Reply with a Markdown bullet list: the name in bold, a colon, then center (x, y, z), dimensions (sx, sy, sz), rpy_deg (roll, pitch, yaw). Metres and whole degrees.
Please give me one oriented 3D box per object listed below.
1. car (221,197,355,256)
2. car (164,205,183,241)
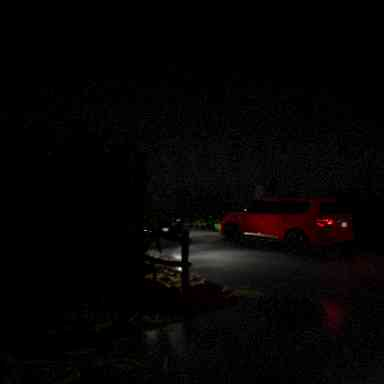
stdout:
- **car**: center (3.591, 1.202, 13.490), dimensions (2.150, 2.045, 5.566), rpy_deg (0, 0, -37)
- **car**: center (-2.676, 1.210, 15.997), dimensions (2.150, 2.045, 5.566), rpy_deg (0, 0, -36)
